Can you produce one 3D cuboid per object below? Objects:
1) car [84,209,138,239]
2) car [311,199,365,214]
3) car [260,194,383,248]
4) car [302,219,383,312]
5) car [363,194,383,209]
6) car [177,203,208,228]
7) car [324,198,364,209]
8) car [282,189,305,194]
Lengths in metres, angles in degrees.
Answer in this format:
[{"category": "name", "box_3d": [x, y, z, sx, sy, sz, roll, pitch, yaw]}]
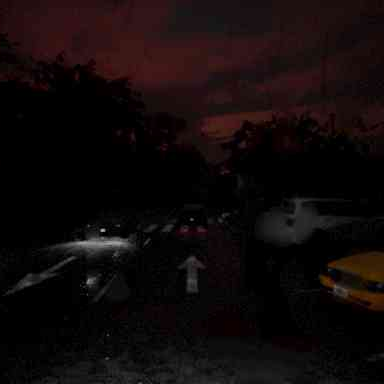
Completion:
[{"category": "car", "box_3d": [-4.062, 1.564, 17.188, 1.994, 1.385, 4.181, 0, 0, 1]}, {"category": "car", "box_3d": [15.166, 1.512, 34.764, 4.892, 1.490, 1.837, 0, 0, -3]}, {"category": "car", "box_3d": [5.384, 1.234, 13.008, 5.566, 2.045, 2.435, 1, 0, -20]}, {"category": "car", "box_3d": [5.197, 1.480, 6.915, 5.366, 1.575, 1.946, 1, 0, -20]}, {"category": "car", "box_3d": [27.021, 1.251, 46.187, 2.435, 2.045, 5.566, 1, -1, -22]}, {"category": "car", "box_3d": [0.061, 1.478, 22.268, 1.882, 1.535, 5.008, 0, 0, 2]}, {"category": "car", "box_3d": [20.938, 1.530, 46.066, 2.163, 1.488, 4.792, 0, -1, -21]}, {"category": "car", "box_3d": [15.522, 0.010, 52.904, 4.902, 1.511, 2.128, -4, 0, -3]}]
